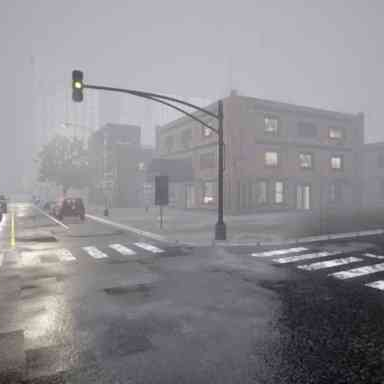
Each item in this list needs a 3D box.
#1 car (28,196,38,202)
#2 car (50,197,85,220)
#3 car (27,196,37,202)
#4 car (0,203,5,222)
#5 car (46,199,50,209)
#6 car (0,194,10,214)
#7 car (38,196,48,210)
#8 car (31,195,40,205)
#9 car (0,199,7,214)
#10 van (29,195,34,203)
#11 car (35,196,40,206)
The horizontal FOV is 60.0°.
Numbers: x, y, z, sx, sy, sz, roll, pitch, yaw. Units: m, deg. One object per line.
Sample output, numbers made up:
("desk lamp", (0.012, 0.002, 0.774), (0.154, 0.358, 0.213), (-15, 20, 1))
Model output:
("car", (-36.615, 1.680, 76.672), (1.802, 1.307, 4.206), (0, 0, -28))
("car", (-10.359, 1.328, 28.057), (2.192, 1.841, 5.009), (0, 0, -28))
("car", (-39.242, 1.675, 81.535), (1.947, 1.339, 4.313), (0, 0, -28))
("car", (-11.380, 1.554, 17.778), (2.033, 1.411, 5.357), (0, 0, -28))
("car", (-12.986, 1.584, 32.918), (1.947, 1.339, 4.313), (0, 0, -28))
("car", (-20.827, 1.245, 35.462), (2.150, 2.045, 5.566), (0, 0, -28))
("car", (-18.237, 1.596, 42.642), (1.947, 1.339, 4.313), (0, 0, -28))
("car", (-26.113, 1.636, 57.226), (1.802, 1.307, 4.206), (0, 0, -28))
("car", (-15.847, 1.540, 26.099), (1.812, 1.442, 4.674), (0, 0, -28))
("van", (-31.365, 1.415, 66.950), (1.690, 1.788, 3.998), (0, 0, -28))
("car", (-20.862, 1.587, 47.503), (2.008, 1.369, 4.403), (0, 0, -28))
